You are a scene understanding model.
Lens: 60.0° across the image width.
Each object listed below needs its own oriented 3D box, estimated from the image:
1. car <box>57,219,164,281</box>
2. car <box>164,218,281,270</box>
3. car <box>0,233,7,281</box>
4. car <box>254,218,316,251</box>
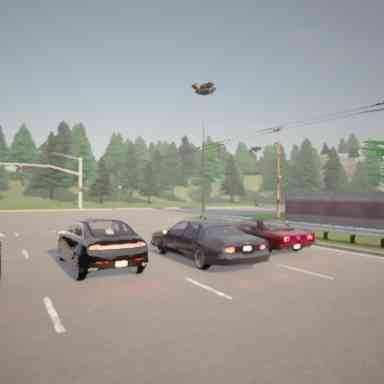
[{"bbox_3d":[-2.951,1.584,10.333,2.128,1.511,4.902,1,-1,-30],"label":"car"},{"bbox_3d":[0.323,1.673,11.650,2.033,1.411,5.357,1,-1,-30],"label":"car"},{"bbox_3d":[-5.966,1.548,8.556,2.128,1.511,4.902,1,-1,-30],"label":"car"},{"bbox_3d":[2.814,1.768,14.352,1.895,1.301,4.718,1,-1,-30],"label":"car"}]
